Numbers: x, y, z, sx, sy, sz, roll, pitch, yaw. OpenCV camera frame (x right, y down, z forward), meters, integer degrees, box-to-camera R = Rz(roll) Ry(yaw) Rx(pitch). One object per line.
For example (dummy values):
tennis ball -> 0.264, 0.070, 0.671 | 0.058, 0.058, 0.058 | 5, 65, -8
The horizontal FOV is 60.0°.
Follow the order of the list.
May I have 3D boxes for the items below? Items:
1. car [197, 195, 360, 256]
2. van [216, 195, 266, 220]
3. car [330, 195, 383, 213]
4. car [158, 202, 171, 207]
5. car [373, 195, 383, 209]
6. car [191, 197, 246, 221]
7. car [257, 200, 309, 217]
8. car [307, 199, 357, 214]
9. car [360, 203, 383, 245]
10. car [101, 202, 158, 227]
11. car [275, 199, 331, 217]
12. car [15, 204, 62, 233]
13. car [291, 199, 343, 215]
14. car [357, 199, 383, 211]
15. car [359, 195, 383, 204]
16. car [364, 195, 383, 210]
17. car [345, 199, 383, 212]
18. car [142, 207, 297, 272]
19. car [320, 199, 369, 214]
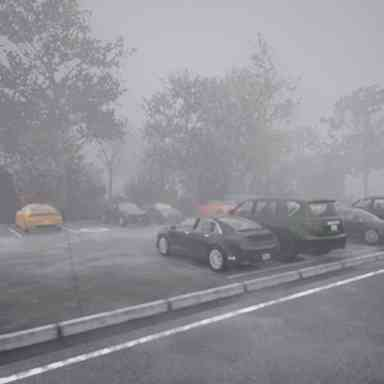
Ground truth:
car -> 2.849, 1.208, 12.495 | 2.435, 2.045, 5.566 | 0, 0, -35
van -> 4.292, 1.279, 29.687 | 1.878, 1.987, 4.442 | 0, 0, -35
car -> 20.245, 1.384, 40.897 | 2.435, 2.045, 5.566 | 0, 0, -36
car -> -2.443, 1.506, 24.750 | 2.002, 1.452, 4.674 | 0, 0, -35
car -> 29.210, 1.481, 47.300 | 2.435, 2.045, 5.566 | 1, 0, -36
car -> 2.113, 1.364, 27.953 | 2.185, 1.767, 4.553 | 0, 0, -35
car -> 8.896, 1.582, 32.825 | 2.002, 1.452, 4.674 | 0, 0, -35
car -> 15.713, 1.626, 37.659 | 2.163, 1.488, 4.792 | 0, 0, -36
car -> 7.428, 1.476, 15.726 | 2.231, 1.521, 4.892 | 0, 0, -35
car -> -4.715, 1.459, 23.137 | 2.097, 1.535, 5.008 | 0, 0, -35
car -> 11.270, 1.557, 34.294 | 1.946, 1.575, 5.366 | 0, 0, -36
car -> -9.247, 1.455, 19.901 | 2.097, 1.535, 5.008 | 0, 0, -35
car -> 13.433, 1.578, 36.060 | 2.097, 1.535, 5.008 | 0, 0, -36
car -> 24.661, 1.720, 44.083 | 2.002, 1.452, 4.674 | 1, 0, -36
car -> 9.701, 1.239, 17.372 | 2.435, 2.045, 5.566 | 0, 0, -35
car -> 27.044, 1.455, 45.753 | 2.435, 2.045, 5.566 | 1, 0, -36
car -> 22.497, 1.658, 42.534 | 2.097, 1.535, 5.008 | 1, 0, -36
car -> 0.587, 1.457, 10.843 | 2.231, 1.521, 4.892 | 0, 0, -35
car -> 17.945, 1.645, 39.325 | 2.163, 1.488, 4.792 | 0, 0, -36
